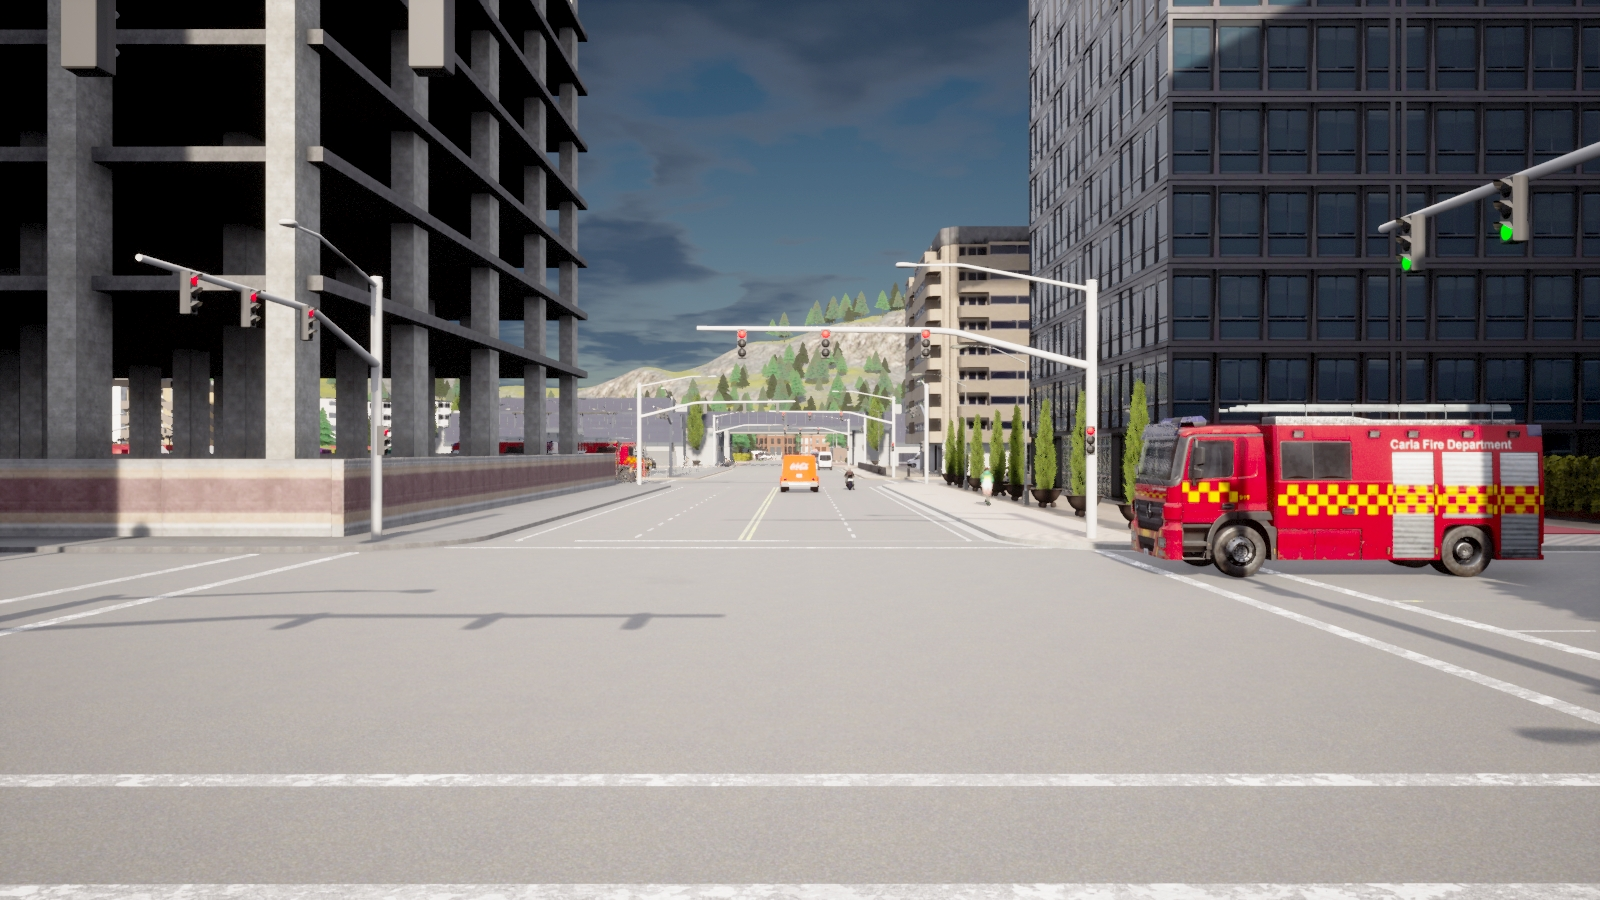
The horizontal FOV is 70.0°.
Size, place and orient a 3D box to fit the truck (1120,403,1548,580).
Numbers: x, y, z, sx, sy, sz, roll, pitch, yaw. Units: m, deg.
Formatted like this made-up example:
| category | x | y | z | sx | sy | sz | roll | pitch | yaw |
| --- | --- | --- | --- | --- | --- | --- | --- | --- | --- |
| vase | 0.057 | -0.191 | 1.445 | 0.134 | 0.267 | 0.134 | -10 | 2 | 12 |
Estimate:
| category | x | y | z | sx | sy | sz | roll | pitch | yaw |
| --- | --- | --- | --- | --- | --- | --- | --- | --- | --- |
| truck | 11.970 | 0.889 | 26.163 | 8.468 | 3.827 | 2.891 | 0 | 0 | -1 |

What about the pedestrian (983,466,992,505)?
| category | x | y | z | sx | sy | sz | roll | pitch | yaw |
| --- | --- | --- | --- | --- | --- | --- | --- | --- | --- |
| pedestrian | 8.901 | 1.693 | 54.263 | 0.375 | 1.860 | 0.375 | 0 | 0 | -1 |

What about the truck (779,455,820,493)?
| category | x | y | z | sx | sy | sz | roll | pitch | yaw |
| --- | --- | --- | --- | --- | --- | --- | --- | --- | --- |
| truck | -0.023 | 1.564 | 76.782 | 2.627 | 2.467 | 5.204 | 0 | 0 | 0 |
